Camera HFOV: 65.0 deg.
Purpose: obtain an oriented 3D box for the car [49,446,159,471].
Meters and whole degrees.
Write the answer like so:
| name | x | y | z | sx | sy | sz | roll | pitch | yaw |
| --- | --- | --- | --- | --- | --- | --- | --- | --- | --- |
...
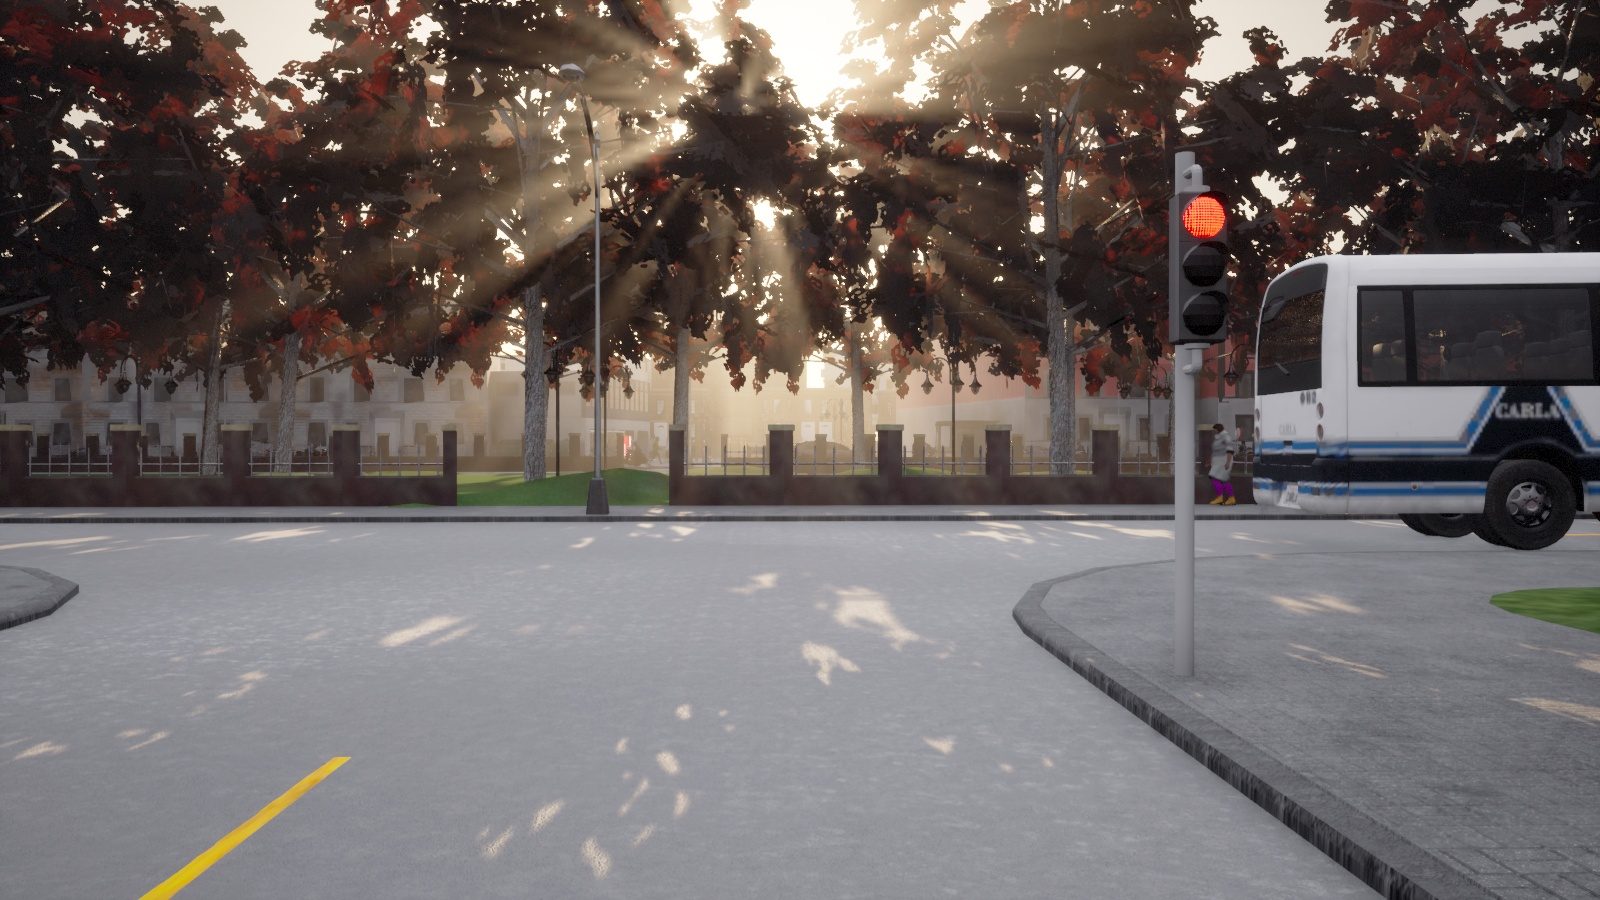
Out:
| name | x | y | z | sx | sy | sz | roll | pitch | yaw |
| --- | --- | --- | --- | --- | --- | --- | --- | --- | --- |
| car | -36.543 | 0.445 | 66.033 | 4.718 | 1.301 | 1.895 | 0 | 0 | -2 |

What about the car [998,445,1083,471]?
| name | x | y | z | sx | sy | sz | roll | pitch | yaw |
| --- | --- | --- | --- | --- | --- | --- | --- | --- | --- |
| car | 12.913 | 0.439 | 67.585 | 4.181 | 1.385 | 1.994 | 0 | 0 | -2 |

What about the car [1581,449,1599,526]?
| name | x | y | z | sx | sy | sz | roll | pitch | yaw |
| --- | --- | --- | --- | --- | --- | --- | --- | --- | --- |
| car | 15.489 | 0.687 | 22.384 | 2.207 | 1.376 | 1.481 | 0 | 0 | -3 |

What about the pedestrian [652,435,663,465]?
| name | x | y | z | sx | sy | sz | roll | pitch | yaw |
| --- | --- | --- | --- | --- | --- | --- | --- | --- | --- |
| pedestrian | -8.676 | 0.017 | 76.426 | 0.709 | 1.840 | 0.431 | 0 | 0 | -6 |

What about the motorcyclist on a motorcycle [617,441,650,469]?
| name | x | y | z | sx | sy | sz | roll | pitch | yaw |
| --- | --- | --- | --- | --- | --- | --- | --- | --- | --- |
| motorcyclist on a motorcycle | -9.396 | 0.292 | 70.901 | 1.817 | 1.590 | 0.866 | 0 | 0 | -2 |

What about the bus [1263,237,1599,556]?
| name | x | y | z | sx | sy | sz | roll | pitch | yaw |
| --- | --- | --- | --- | --- | --- | --- | --- | --- | --- |
| bus | 12.722 | -0.725 | 18.620 | 10.273 | 4.253 | 3.944 | 0 | 0 | 2 |

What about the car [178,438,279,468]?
| name | x | y | z | sx | sy | sz | roll | pitch | yaw |
| --- | --- | --- | --- | --- | --- | --- | --- | --- | --- |
| car | -31.885 | 0.169 | 70.184 | 4.611 | 1.667 | 2.242 | 0 | 0 | -2 |

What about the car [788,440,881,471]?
| name | x | y | z | sx | sy | sz | roll | pitch | yaw |
| --- | --- | --- | --- | --- | --- | --- | --- | --- | --- |
| car | 1.800 | 0.298 | 67.241 | 4.856 | 1.649 | 2.033 | 0 | 0 | -2 |

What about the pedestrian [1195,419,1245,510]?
| name | x | y | z | sx | sy | sz | roll | pitch | yaw |
| --- | --- | --- | --- | --- | --- | --- | --- | --- | --- |
| pedestrian | 9.188 | 0.308 | 27.472 | 0.873 | 1.952 | 0.659 | 0 | 0 | 1 |
